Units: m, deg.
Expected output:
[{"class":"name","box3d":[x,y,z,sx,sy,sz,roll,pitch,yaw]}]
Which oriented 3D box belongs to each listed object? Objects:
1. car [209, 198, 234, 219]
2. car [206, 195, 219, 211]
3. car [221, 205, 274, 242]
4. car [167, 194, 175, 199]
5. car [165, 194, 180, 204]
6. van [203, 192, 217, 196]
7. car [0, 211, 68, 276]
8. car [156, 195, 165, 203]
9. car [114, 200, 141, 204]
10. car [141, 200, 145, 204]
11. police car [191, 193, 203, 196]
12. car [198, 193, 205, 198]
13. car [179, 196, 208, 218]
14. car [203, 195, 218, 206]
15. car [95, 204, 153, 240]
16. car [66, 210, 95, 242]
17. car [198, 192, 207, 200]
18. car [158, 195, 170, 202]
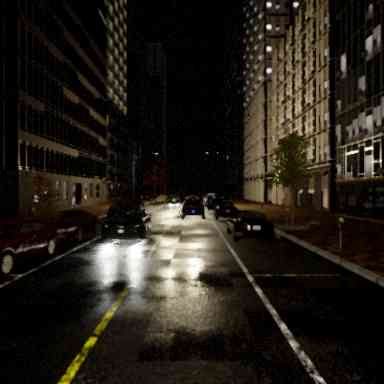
[{"class":"car","box3d":[2.695,1.463,27.287,1.947,1.339,4.313,0,0,0]},{"class":"car","box3d":[2.696,1.416,38.671,1.947,1.339,4.313,0,0,0]},{"class":"car","box3d":[2.694,1.508,15.903,1.947,1.339,4.313,0,0,0]},{"class":"car","box3d":[-5.681,1.153,89.914,2.008,1.369,4.403,0,0,0]},{"class":"car","box3d":[-3.048,1.252,58.545,2.128,1.511,4.902,0,0,1]},{"class":"van","box3d":[2.697,1.167,44.364,1.690,1.788,3.998,0,0,0]},{"class":"car","box3d":[-5.687,1.508,10.218,1.887,1.381,4.507,0,0,0]},{"class":"car","box3d":[-5.683,1.272,61.281,1.752,1.417,4.829,0,0,0]},{"class":"car","box3d":[-5.686,1.442,27.296,1.887,1.381,4.507,0,0,0]},{"class":"car","box3d":[-5.686,1.440,32.989,1.947,1.339,4.313,0,0,0]},{"class":"police car","box3d":[0.078,1.254,43.567,1.930,1.638,5.238,0,0,0]},{"class":"car","box3d":[2.700,1.096,95.763,1.752,1.417,4.829,0,0,0]},{"class":"car","box3d":[0.103,1.369,28.624,1.882,1.535,5.008,0,0,0]},{"class":"car","box3d":[2.697,1.240,50.056,1.967,1.590,4.097,0,0,0]},{"class":"car","box3d":[-3.099,1.503,16.465,1.994,1.385,4.181,0,0,0]},{"class":"car","box3d":[-5.687,1.523,15.912,1.802,1.307,4.206,0,0,0]},{"class":"car","box3d":[2.700,0.947,84.208,2.192,1.841,5.009,0,0,0]},{"class":"car","box3d":[-5.683,1.269,67.145,2.008,1.369,4.403,0,0,0]}]
